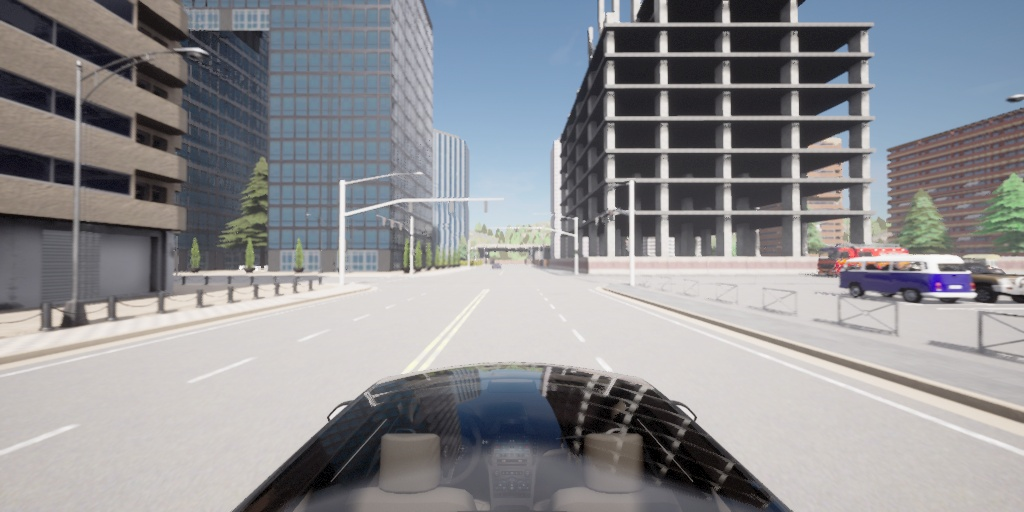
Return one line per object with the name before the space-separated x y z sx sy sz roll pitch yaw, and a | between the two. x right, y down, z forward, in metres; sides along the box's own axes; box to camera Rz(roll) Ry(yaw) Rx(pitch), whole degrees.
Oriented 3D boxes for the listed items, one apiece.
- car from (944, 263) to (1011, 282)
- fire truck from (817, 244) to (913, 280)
car | 50.365 1.774 38.859 4.181 1.385 1.994 0 -1 0
fire truck | 41.239 0.592 42.349 8.468 3.827 2.891 0 -1 0
